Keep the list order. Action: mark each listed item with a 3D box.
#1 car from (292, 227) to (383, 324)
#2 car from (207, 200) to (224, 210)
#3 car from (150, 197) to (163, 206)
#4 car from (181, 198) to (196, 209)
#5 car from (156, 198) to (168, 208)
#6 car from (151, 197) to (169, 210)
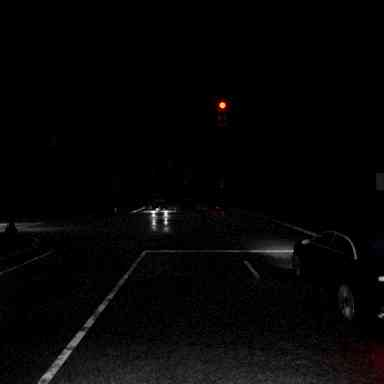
[{"bbox_3d":[3.583,1.491,7.098,2.128,1.511,4.902,0,0,1],"label":"car"},{"bbox_3d":[3.081,1.682,44.495,1.895,1.301,4.718,0,-1,-3],"label":"car"},{"bbox_3d":[-7.352,1.905,68.773,2.097,1.767,4.553,0,-1,-13],"label":"car"},{"bbox_3d":[-0.580,1.587,46.656,1.882,1.535,5.008,0,-1,-4],"label":"car"},{"bbox_3d":[-4.976,1.756,54.066,1.812,1.442,4.674,0,-1,-7],"label":"car"},{"bbox_3d":[-4.071,1.594,42.803,1.812,1.442,4.674,0,-1,-3],"label":"car"}]
